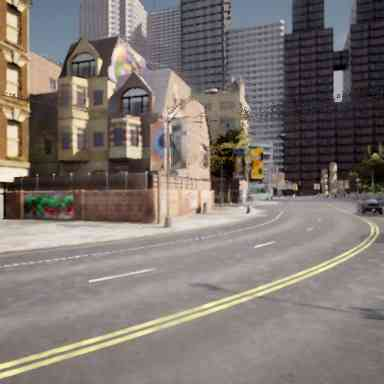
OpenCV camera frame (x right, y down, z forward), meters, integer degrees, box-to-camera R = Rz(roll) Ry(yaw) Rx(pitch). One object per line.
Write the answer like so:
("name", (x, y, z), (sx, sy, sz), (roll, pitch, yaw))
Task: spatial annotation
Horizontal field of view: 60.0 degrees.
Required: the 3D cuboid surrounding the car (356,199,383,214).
("car", (18.693, 1.534, 35.118), (1.837, 1.490, 4.892), (0, 0, 19))
